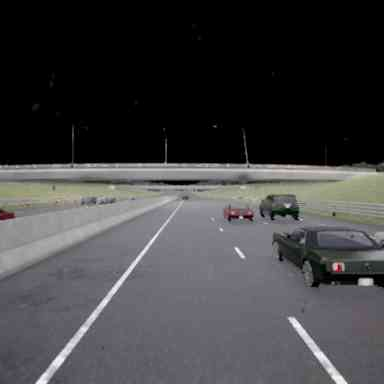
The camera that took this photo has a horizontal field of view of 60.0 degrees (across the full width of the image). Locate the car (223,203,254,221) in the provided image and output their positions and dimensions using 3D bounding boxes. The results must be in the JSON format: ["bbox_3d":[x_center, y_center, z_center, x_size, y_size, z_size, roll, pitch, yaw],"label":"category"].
[{"bbox_3d":[3.518,1.547,26.112,1.895,1.301,4.718,0,0,0],"label":"car"}]

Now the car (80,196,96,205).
[{"bbox_3d":[-17.902,1.548,57.728,1.837,1.490,4.892,0,0,0],"label":"car"}]

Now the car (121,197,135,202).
[{"bbox_3d":[-10.907,1.534,57.237,2.128,1.511,4.902,0,0,0],"label":"car"}]

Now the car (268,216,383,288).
[{"bbox_3d":[3.586,1.564,9.078,1.895,1.301,4.718,0,0,0],"label":"car"}]

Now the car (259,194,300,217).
[{"bbox_3d":[7.012,1.169,27.133,2.150,2.045,5.566,0,0,0],"label":"car"}]

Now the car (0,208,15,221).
[{"bbox_3d":[-10.636,1.424,16.197,1.882,1.535,5.008,0,0,0],"label":"car"}]

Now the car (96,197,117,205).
[{"bbox_3d":[-14.395,1.592,57.796,2.033,1.411,5.357,0,0,0],"label":"car"}]
